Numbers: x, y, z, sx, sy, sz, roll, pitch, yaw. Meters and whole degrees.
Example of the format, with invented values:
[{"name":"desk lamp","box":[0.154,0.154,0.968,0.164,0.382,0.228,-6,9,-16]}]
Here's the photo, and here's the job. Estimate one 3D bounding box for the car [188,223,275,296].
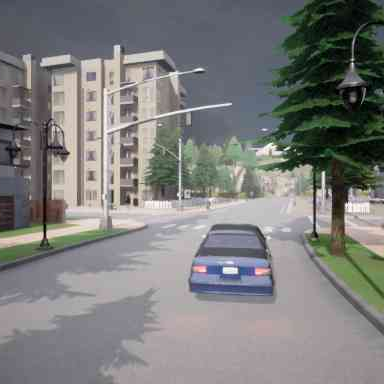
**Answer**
[{"name":"car","box":[1.137,1.547,8.833,2.033,1.411,5.357,0,0,9]}]
